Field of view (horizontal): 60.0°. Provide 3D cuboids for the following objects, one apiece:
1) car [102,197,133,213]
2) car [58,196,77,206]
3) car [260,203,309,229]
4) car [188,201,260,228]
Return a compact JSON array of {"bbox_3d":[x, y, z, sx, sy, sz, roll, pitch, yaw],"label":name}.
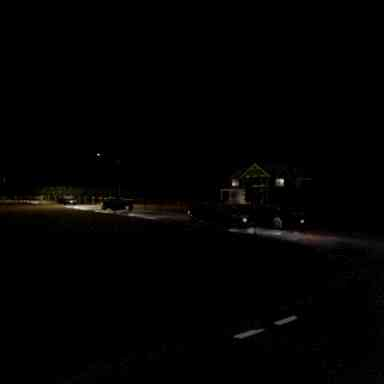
[{"bbox_3d":[-7.761,1.284,34.521,2.128,1.511,4.902,2,-1,-36],"label":"car"},{"bbox_3d":[-18.742,1.299,49.918,2.128,1.511,4.902,2,-1,-36],"label":"car"},{"bbox_3d":[5.031,1.452,21.100,2.128,1.511,4.902,1,0,-33],"label":"car"},{"bbox_3d":[1.670,1.366,21.433,2.128,1.511,4.902,2,-1,-36],"label":"car"}]
